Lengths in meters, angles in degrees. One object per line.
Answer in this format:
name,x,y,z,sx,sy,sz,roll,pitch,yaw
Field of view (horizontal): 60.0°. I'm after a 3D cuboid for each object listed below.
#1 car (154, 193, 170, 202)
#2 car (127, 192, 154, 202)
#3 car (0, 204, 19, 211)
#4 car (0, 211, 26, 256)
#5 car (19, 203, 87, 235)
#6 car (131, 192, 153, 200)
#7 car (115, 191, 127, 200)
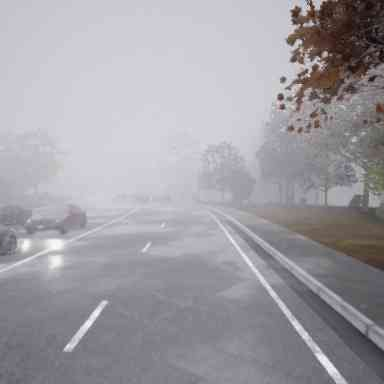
car,-5.109,0.860,54.109,2.128,1.511,4.902,1,0,-25
car,-8.126,0.821,52.208,2.128,1.511,4.902,1,1,-25
car,-10.522,1.351,17.991,2.033,1.411,5.357,0,1,0
car,-7.029,1.485,9.763,1.994,1.385,4.181,0,1,1
car,-7.025,1.334,17.807,1.812,1.442,4.674,0,1,0
car,-9.581,0.719,63.135,2.128,1.511,4.902,1,0,-35
car,-12.553,0.642,61.286,1.882,1.535,5.008,1,0,-35
